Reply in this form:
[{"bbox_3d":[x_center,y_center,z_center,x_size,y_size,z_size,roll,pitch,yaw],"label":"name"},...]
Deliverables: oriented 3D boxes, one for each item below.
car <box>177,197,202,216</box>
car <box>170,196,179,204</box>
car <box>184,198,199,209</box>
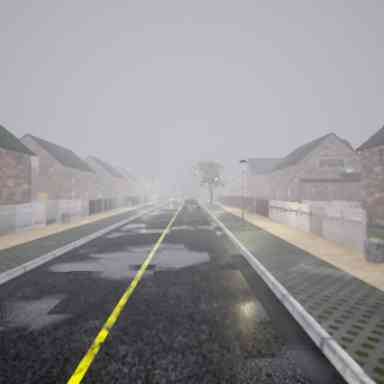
[{"bbox_3d":[-0.054,1.418,32.129,2.128,1.511,4.902,0,0,0],"label":"car"},{"bbox_3d":[-3.081,1.485,62.713,1.882,1.535,5.008,0,0,0],"label":"car"},{"bbox_3d":[-0.114,1.508,45.399,1.994,1.385,4.181,0,0,-1],"label":"car"}]
